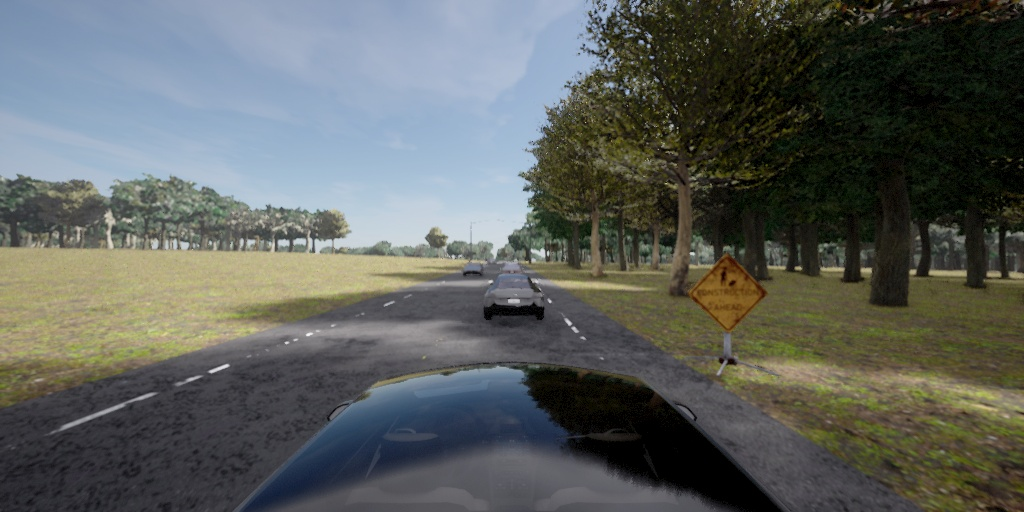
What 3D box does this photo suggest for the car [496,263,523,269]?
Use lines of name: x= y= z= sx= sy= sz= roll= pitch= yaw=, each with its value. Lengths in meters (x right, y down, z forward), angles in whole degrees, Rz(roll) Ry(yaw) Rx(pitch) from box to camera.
car: x=-0.017 y=1.337 z=30.428 sx=2.033 sy=1.411 sz=5.357 roll=0 pitch=0 yaw=0

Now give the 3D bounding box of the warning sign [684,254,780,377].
warning sign: x=3.547 y=0.890 z=5.895 sx=1.300 sy=1.860 sz=1.060 roll=0 pitch=0 yaw=0

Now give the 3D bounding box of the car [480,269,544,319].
car: x=0.063 y=1.361 z=13.027 sx=1.994 sy=1.385 sz=4.181 roll=0 pitch=0 yaw=0

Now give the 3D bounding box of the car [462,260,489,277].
car: x=-3.752 y=1.329 z=35.916 sx=2.033 sy=1.411 sz=5.357 roll=0 pitch=0 yaw=0
